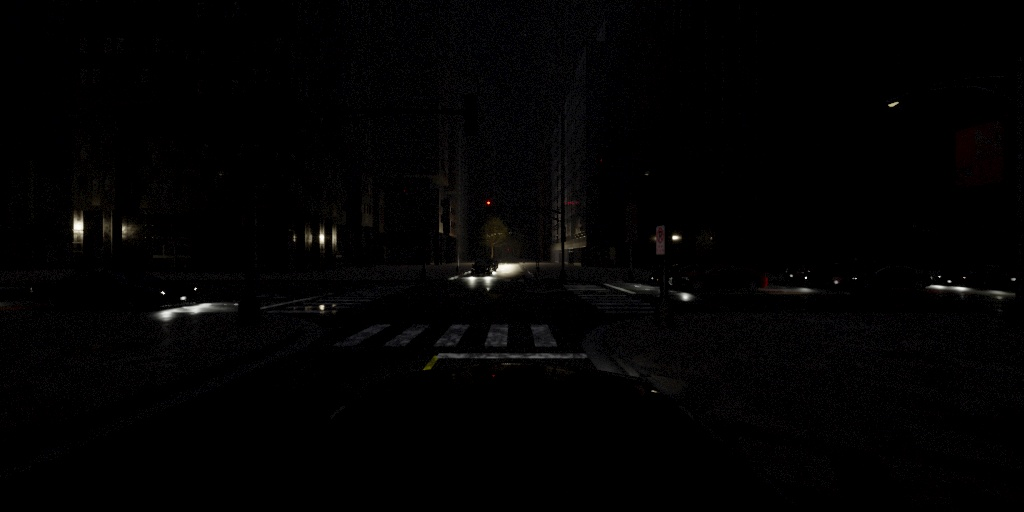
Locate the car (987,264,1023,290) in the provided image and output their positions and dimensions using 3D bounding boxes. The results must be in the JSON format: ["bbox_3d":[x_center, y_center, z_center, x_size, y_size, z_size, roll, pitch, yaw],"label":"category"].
[{"bbox_3d":[31.944,1.007,20.812,5.566,2.045,2.150,0,0,0],"label":"car"}]

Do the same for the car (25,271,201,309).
[{"bbox_3d":[-15.762,1.294,14.305,5.357,1.411,2.033,0,0,0],"label":"car"}]

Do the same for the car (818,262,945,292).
[{"bbox_3d":[21.331,1.262,20.862,4.902,1.511,2.128,0,0,0],"label":"car"}]

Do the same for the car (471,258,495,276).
[{"bbox_3d":[-3.101,1.227,37.480,1.882,1.535,5.008,0,0,1],"label":"car"}]

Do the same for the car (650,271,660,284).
[{"bbox_3d":[11.854,1.258,24.161,4.892,1.490,1.837,0,0,-1],"label":"car"}]

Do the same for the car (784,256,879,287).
[{"bbox_3d":[21.585,0.987,24.097,5.566,2.045,2.150,0,0,1],"label":"car"}]

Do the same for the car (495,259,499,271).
[{"bbox_3d":[-3.115,1.101,47.260,2.097,1.767,4.553,0,0,0],"label":"car"}]

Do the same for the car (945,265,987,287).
[{"bbox_3d":[32.040,1.327,24.061,5.357,1.411,2.033,0,0,0],"label":"car"}]

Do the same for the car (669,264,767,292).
[{"bbox_3d":[12.007,1.237,20.905,5.008,1.535,1.882,0,0,1],"label":"car"}]
